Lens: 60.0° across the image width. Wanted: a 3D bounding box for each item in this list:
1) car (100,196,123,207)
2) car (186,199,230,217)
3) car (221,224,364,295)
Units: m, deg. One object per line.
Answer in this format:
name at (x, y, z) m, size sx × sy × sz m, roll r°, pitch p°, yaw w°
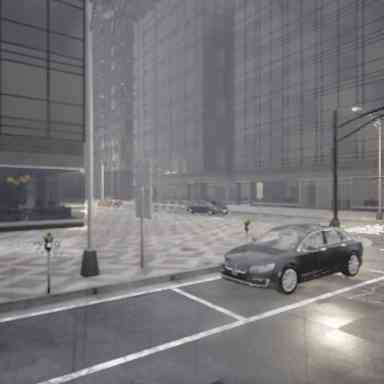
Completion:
car at (-11.826, 1.388, 48.707) m, size 1.882 × 1.535 × 5.008 m, roll 0°, pitch 0°, yaw -36°
car at (1.377, 1.434, 30.458) m, size 1.837 × 1.490 × 4.892 m, roll 0°, pitch 0°, yaw -36°
car at (2.718, 1.535, 8.586) m, size 4.403 × 1.369 × 2.008 m, roll 0°, pitch 0°, yaw -36°
